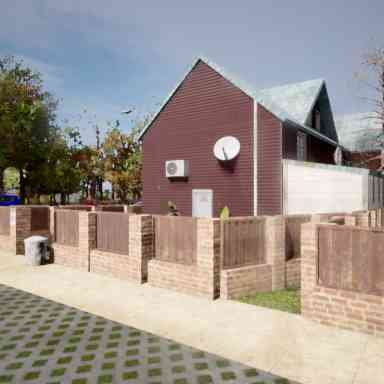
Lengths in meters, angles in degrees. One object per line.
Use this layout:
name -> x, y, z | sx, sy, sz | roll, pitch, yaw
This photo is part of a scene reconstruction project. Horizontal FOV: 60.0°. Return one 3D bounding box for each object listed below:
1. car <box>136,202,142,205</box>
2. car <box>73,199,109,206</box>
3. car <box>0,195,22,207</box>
car -> -4.134, 1.618, 34.092 | 1.812, 1.442, 4.674 | 0, 0, 35
car -> -11.178, 1.569, 35.764 | 1.882, 1.535, 5.008 | 0, 0, 35
car -> -17.062, 1.279, 27.528 | 2.150, 2.045, 5.566 | 0, 0, 36
